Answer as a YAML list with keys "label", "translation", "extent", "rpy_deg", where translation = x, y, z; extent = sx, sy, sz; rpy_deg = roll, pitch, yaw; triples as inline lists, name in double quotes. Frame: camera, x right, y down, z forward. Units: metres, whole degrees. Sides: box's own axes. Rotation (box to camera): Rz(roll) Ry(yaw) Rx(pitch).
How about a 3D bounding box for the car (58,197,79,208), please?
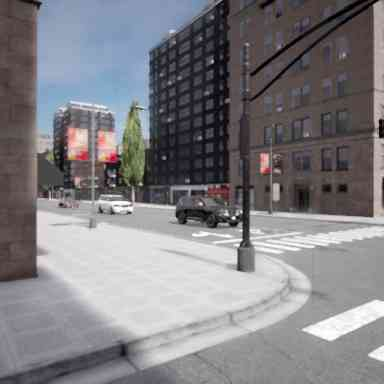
- label: "car"
  translation: [-18.694, 1.599, 50.300]
  extent: [2.097, 1.767, 4.553]
  rpy_deg: [0, 0, -36]

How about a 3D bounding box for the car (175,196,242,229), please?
- label: "car"
  translation: [0.969, 1.287, 22.930]
  extent: [2.150, 2.045, 5.566]
  rpy_deg: [0, 0, -36]

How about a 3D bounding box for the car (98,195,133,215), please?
- label: "car"
  translation: [-8.342, 1.339, 35.816]
  extent: [2.150, 2.045, 5.566]
  rpy_deg: [0, 1, -36]
